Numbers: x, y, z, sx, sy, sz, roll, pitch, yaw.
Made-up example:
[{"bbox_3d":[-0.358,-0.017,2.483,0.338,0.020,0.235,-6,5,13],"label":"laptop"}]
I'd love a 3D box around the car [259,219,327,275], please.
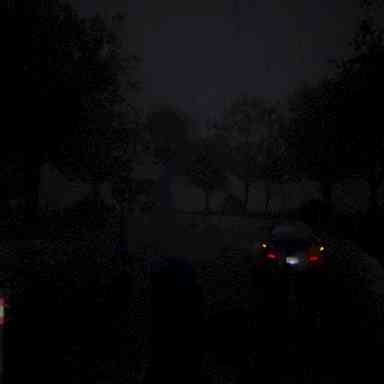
[{"bbox_3d":[3.209,1.584,10.698,1.812,1.442,4.674,0,0,16],"label":"car"}]
